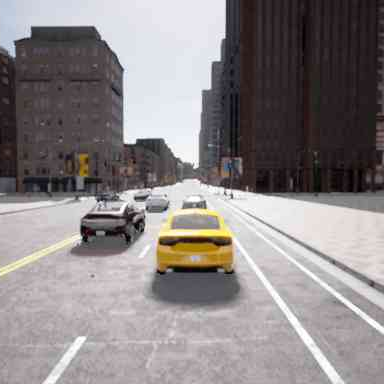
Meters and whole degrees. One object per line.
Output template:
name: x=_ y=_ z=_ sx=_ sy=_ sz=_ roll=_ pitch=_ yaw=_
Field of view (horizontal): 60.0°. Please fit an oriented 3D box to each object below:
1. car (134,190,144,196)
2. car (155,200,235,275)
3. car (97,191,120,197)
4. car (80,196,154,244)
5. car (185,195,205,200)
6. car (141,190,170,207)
car: x=-6.267 y=0.454 z=43.029 sx=2.033 sy=1.411 sz=5.357 roll=0 pitch=1 yaw=1
car: x=0.101 y=1.221 z=9.644 sx=1.882 sy=1.535 sz=5.008 roll=0 pitch=1 yaw=1
car: x=-9.581 y=0.584 z=38.286 sx=1.994 sy=1.385 sz=4.181 roll=0 pitch=1 yaw=1
car: x=-3.093 y=1.126 z=13.777 sx=2.128 sy=1.511 sz=4.902 roll=0 pitch=1 yaw=1
car: x=0.206 y=0.898 z=25.179 sx=2.033 sy=1.411 sz=5.357 roll=0 pitch=1 yaw=1
car: x=-2.989 y=0.769 z=29.408 sx=1.812 sy=1.442 sz=4.674 roll=0 pitch=1 yaw=0
